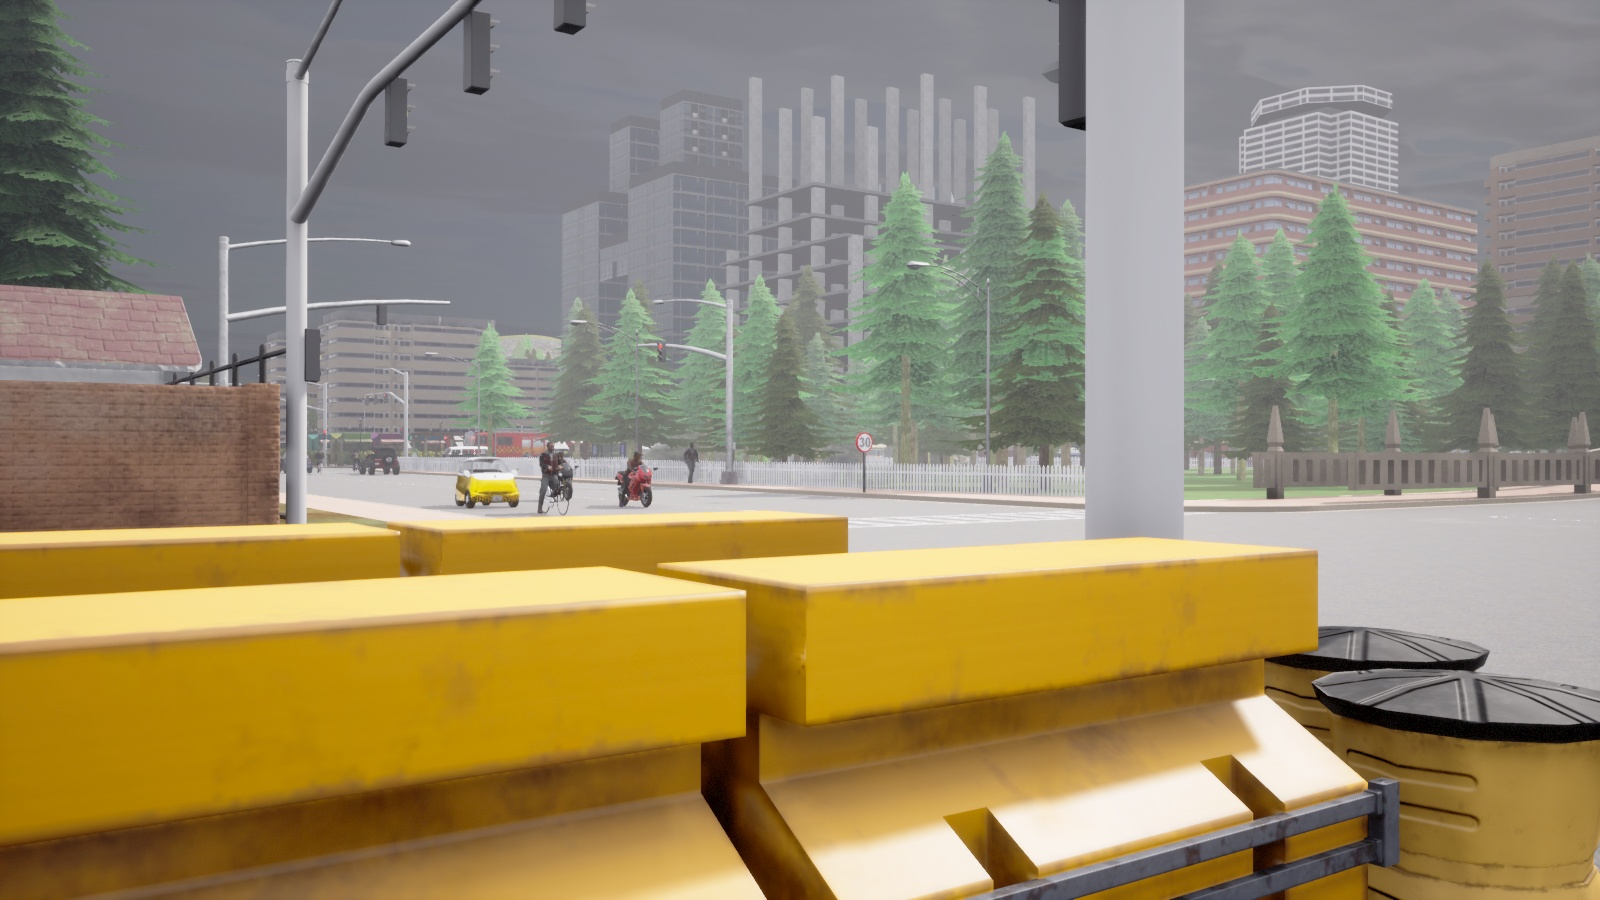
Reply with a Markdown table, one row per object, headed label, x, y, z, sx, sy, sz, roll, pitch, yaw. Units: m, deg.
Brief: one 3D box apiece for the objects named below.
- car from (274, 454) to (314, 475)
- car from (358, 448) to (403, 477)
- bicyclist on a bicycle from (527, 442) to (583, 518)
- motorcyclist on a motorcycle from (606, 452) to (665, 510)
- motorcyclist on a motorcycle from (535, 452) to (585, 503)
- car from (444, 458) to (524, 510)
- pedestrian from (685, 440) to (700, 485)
| label | x | y | z | sx | sy | sz | roll | pitch | yaw |
| --- | --- | --- | --- | --- | --- | --- | --- | --- | --- |
| car | -35.762 | 1.003 | 88.727 | 1.970 | 1.475 | 3.806 | 0 | 0 | -33 |
| car | -27.683 | 0.802 | 82.735 | 1.905 | 1.878 | 3.866 | 0 | 0 | -33 |
| bicyclist on a bicycle | -5.881 | 0.701 | 30.030 | 0.659 | 1.776 | 1.843 | 0 | 0 | -33 |
| motorcyclist on a motorcycle | -4.504 | 0.820 | 34.329 | 0.797 | 1.523 | 2.044 | 0 | 0 | -33 |
| motorcyclist on a motorcycle | -7.445 | 0.838 | 38.845 | 0.797 | 1.523 | 2.044 | 0 | 0 | -33 |
| car | -8.625 | 0.902 | 34.243 | 1.481 | 1.376 | 2.207 | 0 | 0 | -33 |
| pedestrian | -4.635 | 0.545 | 53.970 | 0.402 | 1.930 | 0.666 | 0 | 0 | -28 |
